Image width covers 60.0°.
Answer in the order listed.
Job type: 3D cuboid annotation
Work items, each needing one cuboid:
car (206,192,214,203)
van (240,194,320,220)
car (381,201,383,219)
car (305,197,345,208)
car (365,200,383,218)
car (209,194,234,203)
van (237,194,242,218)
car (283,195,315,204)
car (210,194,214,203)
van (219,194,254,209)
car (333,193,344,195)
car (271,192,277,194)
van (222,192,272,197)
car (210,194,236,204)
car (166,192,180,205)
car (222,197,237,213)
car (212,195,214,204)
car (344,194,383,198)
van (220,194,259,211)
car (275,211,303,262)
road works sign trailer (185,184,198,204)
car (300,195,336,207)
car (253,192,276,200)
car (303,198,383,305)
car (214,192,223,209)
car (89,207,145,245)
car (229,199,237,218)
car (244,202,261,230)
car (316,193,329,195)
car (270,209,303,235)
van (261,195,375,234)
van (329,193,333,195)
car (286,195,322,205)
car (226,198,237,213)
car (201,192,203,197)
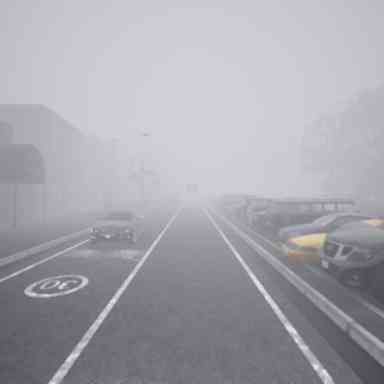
[{"bbox_3d":[5.641,1.138,55.039,5.566,2.045,2.435,0,0,0],"label":"car"},{"bbox_3d":[5.599,1.301,21.396,4.442,1.987,1.878,0,0,0],"label":"van"},{"bbox_3d":[18.757,1.558,27.692,4.792,1.488,2.163,0,0,0],"label":"car"},{"bbox_3d":[18.732,1.465,47.129,4.792,1.488,2.163,0,0,0],"label":"car"},{"bbox_3d":[18.812,1.550,30.475,4.792,1.488,2.163,0,0,0],"label":"car"},{"bbox_3d":[5.627,1.215,63.450,4.553,1.767,2.185,0,0,0],"label":"car"},{"bbox_3d":[5.828,1.302,24.198,4.442,1.987,1.878,0,0,0],"label":"van"},{"bbox_3d":[18.751,1.372,58.233,4.892,1.521,2.231,0,0,0],"label":"car"},{"bbox_3d":[5.671,1.446,52.238,4.674,1.452,2.002,0,0,0],"label":"car"},{"bbox_3d":[5.802,1.229,43.826,4.442,1.987,1.878,0,0,0],"label":"van"},{"bbox_3d":[18.804,1.248,36.026,5.566,2.045,2.435,0,0,0],"label":"car"},{"bbox_3d":[18.683,0.973,83.455,5.566,2.045,2.435,0,0,0],"label":"car"},{"bbox_3d":[5.813,1.278,35.419,4.442,1.987,1.878,0,0,0],"label":"van"},{"bbox_3d":[5.631,1.232,60.646,4.553,1.767,2.185,0,0,0],"label":"car"},{"bbox_3d":[-3.295,1.116,57.805,2.150,2.045,5.566,0,1,1],"label":"car"},{"bbox_3d":[5.707,1.514,32.612,4.892,1.521,2.231,0,0,0],"label":"car"},{"bbox_3d":[5.675,1.440,46.631,4.892,1.521,2.231,0,0,0],"label":"car"},{"bbox_3d":[18.751,1.260,33.249,5.566,2.045,2.435,0,0,0],"label":"car"},{"bbox_3d":[5.806,1.245,41.023,4.442,1.987,1.878,0,0,0],"label":"van"},{"bbox_3d":[5.546,1.502,10.179,5.366,1.575,1.946,0,0,0],"label":"car"},{"bbox_3d":[-0.009,0.345,60.745,2.380,3.560,2.880,0,0,1],"label":"road works sign trailer"},{"bbox_3d":[18.788,1.294,49.906,4.553,1.767,2.185,0,0,0],"label":"car"},{"bbox_3d":[18.678,0.958,86.116,5.566,2.045,2.435,0,0,0],"label":"car"},{"bbox_3d":[5.706,1.248,7.376,5.566,2.045,2.435,0,0,0],"label":"car"},{"bbox_3d":[5.665,1.236,38.219,5.566,2.045,2.435,0,0,0],"label":"car"},{"bbox_3d":[-3.350,1.525,15.674,1.837,1.490,4.892,0,0,0],"label":"car"},{"bbox_3d":[5.737,1.558,27.001,4.792,1.488,2.163,0,0,0],"label":"car"},{"bbox_3d":[5.714,1.522,18.589,5.008,1.535,2.097,0,0,0],"label":"car"},{"bbox_3d":[18.793,1.200,44.352,5.566,2.045,2.435,0,0,0],"label":"car"},{"bbox_3d":[5.730,1.551,12.982,4.674,1.452,2.002,0,0,0],"label":"car"},{"bbox_3d":[5.840,1.291,15.786,4.442,1.987,1.878,0,0,0],"label":"van"},{"bbox_3d":[18.888,1.258,38.802,4.442,1.987,1.878,0,0,0],"label":"van"},{"bbox_3d":[18.564,1.384,55.456,5.366,1.575,1.946,0,0,0],"label":"car"},{"bbox_3d":[5.702,1.563,29.809,4.674,1.452,2.002,0,0,0],"label":"car"},{"bbox_3d":[5.619,1.196,88.676,5.008,1.535,2.097,0,0,0],"label":"car"}]
